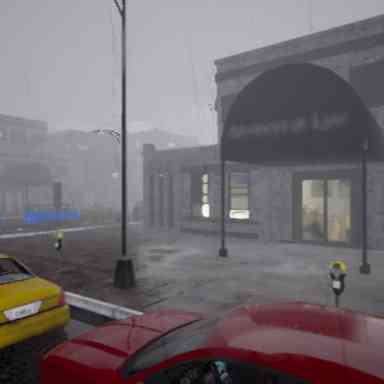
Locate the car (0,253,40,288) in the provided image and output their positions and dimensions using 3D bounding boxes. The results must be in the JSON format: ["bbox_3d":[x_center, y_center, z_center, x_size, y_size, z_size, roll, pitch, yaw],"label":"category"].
[{"bbox_3d":[-4.142,1.594,5.820,4.829,1.417,1.752,-1,0,35],"label":"car"}]

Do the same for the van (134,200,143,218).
[{"bbox_3d":[-4.114,1.678,34.067,1.690,1.788,3.998,0,0,35],"label":"van"}]

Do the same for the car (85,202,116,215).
[{"bbox_3d":[-11.060,1.890,38.755,1.752,1.417,4.829,0,0,35],"label":"car"}]

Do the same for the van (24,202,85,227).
[{"bbox_3d":[-10.458,1.648,25.027,1.690,1.788,3.998,0,0,35],"label":"van"}]

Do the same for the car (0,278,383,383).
[{"bbox_3d":[0.636,1.553,2.414,4.507,1.381,1.887,-1,0,35],"label":"car"}]
